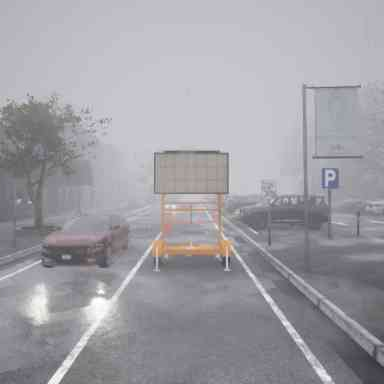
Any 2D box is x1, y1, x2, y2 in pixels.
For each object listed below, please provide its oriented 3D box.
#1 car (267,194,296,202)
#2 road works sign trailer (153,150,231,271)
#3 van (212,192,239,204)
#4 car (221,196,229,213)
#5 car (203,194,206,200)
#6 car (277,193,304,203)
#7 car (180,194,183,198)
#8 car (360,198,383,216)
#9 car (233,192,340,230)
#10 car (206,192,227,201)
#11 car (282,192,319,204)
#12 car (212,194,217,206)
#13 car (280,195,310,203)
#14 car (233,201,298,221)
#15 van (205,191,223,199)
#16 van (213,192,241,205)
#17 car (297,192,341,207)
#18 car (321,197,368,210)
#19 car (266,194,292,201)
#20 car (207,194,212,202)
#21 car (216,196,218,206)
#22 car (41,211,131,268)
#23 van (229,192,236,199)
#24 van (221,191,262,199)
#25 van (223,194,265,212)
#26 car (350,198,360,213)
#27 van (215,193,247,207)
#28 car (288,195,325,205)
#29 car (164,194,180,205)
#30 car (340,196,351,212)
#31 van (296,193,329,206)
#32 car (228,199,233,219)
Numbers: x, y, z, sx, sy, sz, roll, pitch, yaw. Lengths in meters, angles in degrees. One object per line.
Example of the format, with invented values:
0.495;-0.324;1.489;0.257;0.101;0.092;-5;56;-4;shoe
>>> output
18.427;1.160;68.691;5.366;1.575;1.946;0;1;0;car
-0.026;0.458;10.842;2.380;3.560;2.880;0;0;-1;road works sign trailer
5.688;1.049;57.035;4.442;1.987;1.878;0;1;0;van
5.651;1.440;31.798;5.008;1.535;2.097;0;0;0;car
5.505;0.915;68.247;5.566;2.045;2.435;0;1;0;car
18.661;1.091;63.141;4.553;1.767;2.185;0;1;0;car
-3.429;1.092;89.156;1.895;1.301;4.718;0;1;0;car
18.714;1.193;29.826;5.566;2.045;2.435;0;0;0;car
5.666;1.209;20.585;5.566;2.045;2.435;0;0;0;car
5.483;0.986;73.854;4.553;1.767;2.185;0;1;0;car
18.678;1.019;57.587;5.566;2.045;2.435;0;1;0;car
5.616;1.378;45.821;4.892;1.521;2.231;0;0;0;car
18.611;1.273;60.365;4.792;1.488;2.163;0;1;0;car
5.678;1.490;26.192;4.674;1.452;2.002;0;0;0;car
5.370;0.805;82.263;4.442;1.987;1.878;0;1;0;van
5.697;1.076;54.232;4.442;1.987;1.878;0;1;0;van
18.706;1.100;49.261;5.566;2.045;2.435;0;1;0;car
18.676;1.441;40.928;4.792;1.488;2.163;0;0;0;car
18.608;1.138;71.468;4.892;1.521;2.231;0;1;0;car
5.562;1.078;51.427;5.566;2.045;2.435;0;1;0;car
5.657;1.443;40.211;4.792;1.488;2.163;0;0;0;car
-3.372;1.470;11.436;1.882;1.535;5.008;0;0;0;car
5.783;1.219;28.995;4.442;1.987;1.878;0;0;0;van
5.531;1.208;34.605;4.442;1.987;1.878;0;0;0;van
5.754;1.198;37.407;4.442;1.987;1.878;0;0;0;van
18.728;1.441;32.601;4.892;1.521;2.231;0;0;0;car
5.716;1.130;48.627;4.442;1.987;1.878;0;0;0;van
18.845;1.295;54.814;5.366;1.575;1.946;0;1;0;car
-3.449;1.301;53.908;2.128;1.511;4.902;0;0;0;car
18.719;1.432;35.379;5.008;1.535;2.097;0;0;0;car
18.785;1.099;52.037;4.442;1.987;1.878;0;1;0;van
5.500;1.452;23.388;5.366;1.575;1.946;0;0;0;car
